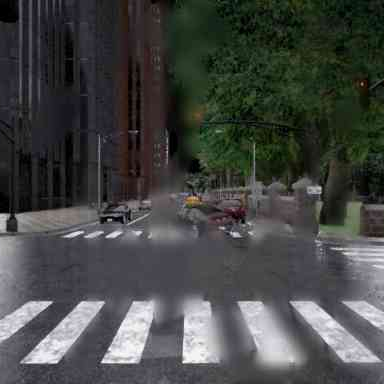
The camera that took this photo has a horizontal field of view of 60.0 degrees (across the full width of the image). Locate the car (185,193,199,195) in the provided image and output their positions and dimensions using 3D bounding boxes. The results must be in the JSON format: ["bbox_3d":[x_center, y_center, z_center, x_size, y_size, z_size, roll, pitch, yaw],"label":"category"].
[{"bbox_3d":[0.204,1.277,65.377,2.150,2.045,5.566,0,0,0],"label":"car"}]

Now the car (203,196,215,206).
[{"bbox_3d":[2.943,1.487,57.956,1.967,1.590,4.097,0,0,0],"label":"car"}]

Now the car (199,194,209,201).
[{"bbox_3d":[3.029,1.400,85.238,2.192,1.841,5.009,0,0,0],"label":"car"}]

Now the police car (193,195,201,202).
[{"bbox_3d":[1.138,1.495,75.988,1.930,1.638,5.238,0,0,0],"label":"police car"}]

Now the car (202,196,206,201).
[{"bbox_3d":[2.909,1.585,47.042,2.008,1.369,4.403,0,0,0],"label":"car"}]

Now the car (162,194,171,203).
[{"bbox_3d":[-5.565,1.635,63.433,1.802,1.307,4.206,0,0,0],"label":"car"}]

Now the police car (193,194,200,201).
[{"bbox_3d":[1.188,1.521,91.988,1.930,1.638,5.238,0,0,0],"label":"police car"}]

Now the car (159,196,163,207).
[{"bbox_3d":[-5.616,1.616,47.062,1.802,1.307,4.206,0,0,0],"label":"car"}]

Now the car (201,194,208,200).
[{"bbox_3d":[2.926,1.481,52.499,1.967,1.590,4.097,0,0,0],"label":"car"}]

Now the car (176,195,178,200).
[{"bbox_3d":[-5.479,1.533,90.718,1.967,1.590,4.097,0,0,0],"label":"car"}]

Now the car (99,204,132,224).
[{"bbox_3d":[-5.685,1.576,25.234,1.947,1.339,4.313,0,0,0],"label":"car"}]

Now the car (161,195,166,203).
[{"bbox_3d":[-5.599,1.623,52.519,1.802,1.307,4.206,0,0,0],"label":"car"}]

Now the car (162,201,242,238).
[{"bbox_3d":[0.352,1.518,18.233,1.837,1.490,4.892,-5,3,-28],"label":"car"}]

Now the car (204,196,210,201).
[{"bbox_3d":[2.892,1.579,41.586,2.008,1.369,4.403,0,0,0],"label":"car"}]

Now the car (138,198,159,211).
[{"bbox_3d":[-5.633,1.579,41.605,2.008,1.369,4.403,0,0,0],"label":"car"}]

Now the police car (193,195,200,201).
[{"bbox_3d":[1.151,1.511,85.988,1.930,1.638,5.238,0,0,0],"label":"police car"}]

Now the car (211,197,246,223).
[{"bbox_3d":[2.841,1.326,25.217,2.192,1.841,5.009,0,0,0],"label":"car"}]

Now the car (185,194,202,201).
[{"bbox_3d":[0.223,1.521,55.251,1.882,1.535,5.008,0,0,0],"label":"car"}]

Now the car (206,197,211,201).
[{"bbox_3d":[2.875,1.588,36.129,1.947,1.339,4.313,0,0,0],"label":"car"}]

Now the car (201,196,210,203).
[{"bbox_3d":[2.995,1.593,74.495,1.752,1.417,4.829,0,0,0],"label":"car"}]

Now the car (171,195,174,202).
[{"bbox_3d":[-5.547,1.375,68.890,2.192,1.841,5.009,0,0,0],"label":"car"}]
